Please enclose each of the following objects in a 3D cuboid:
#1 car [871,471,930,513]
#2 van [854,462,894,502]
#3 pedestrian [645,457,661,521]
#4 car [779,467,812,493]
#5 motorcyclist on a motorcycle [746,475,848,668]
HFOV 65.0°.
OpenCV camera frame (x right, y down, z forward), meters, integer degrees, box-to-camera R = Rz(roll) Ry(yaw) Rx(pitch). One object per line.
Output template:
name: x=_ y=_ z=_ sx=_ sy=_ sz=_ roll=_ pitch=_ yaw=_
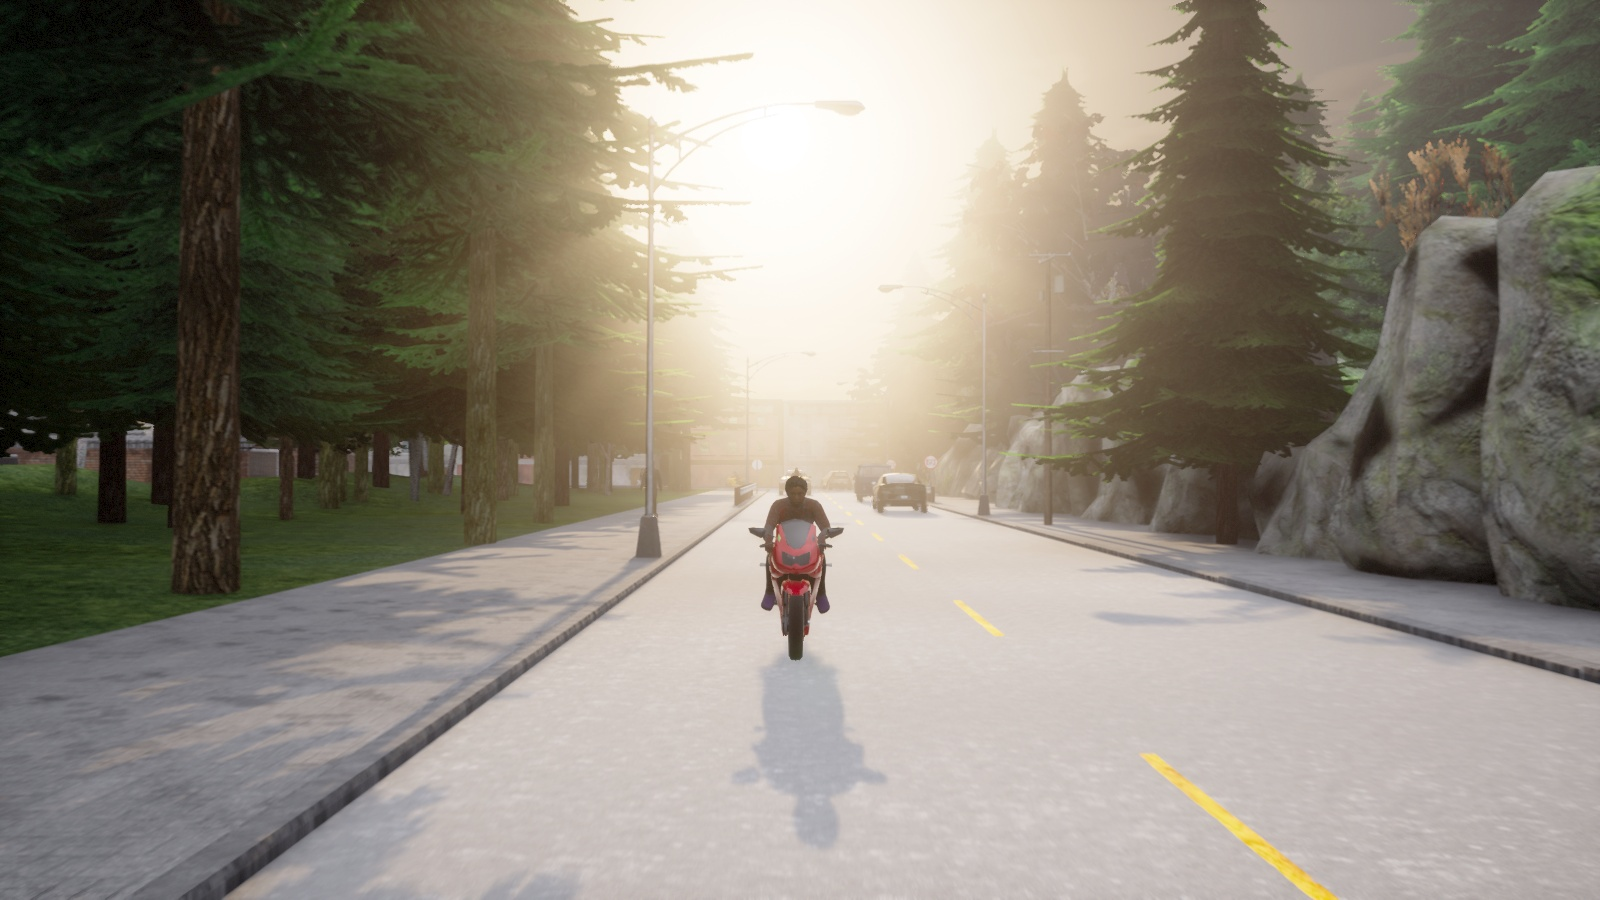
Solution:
car: x=3.883 y=1.603 z=49.371 sx=1.882 sy=1.535 sz=5.008 roll=0 pitch=-1 yaw=0
van: x=3.813 y=1.644 z=65.129 sx=1.775 sy=1.987 sz=4.442 roll=0 pitch=-1 yaw=0
pedestrian: x=-4.476 y=1.182 z=38.228 sx=0.423 sy=1.949 sz=0.788 roll=0 pitch=-1 yaw=-1
car: x=-0.302 y=1.974 z=82.398 sx=2.152 sy=1.651 sz=5.027 roll=0 pitch=-1 yaw=0
motorcyclist on a motorcycle: x=-0.026 y=0.981 z=10.989 sx=0.797 sy=1.523 sz=2.044 roll=0 pitch=-1 yaw=0
